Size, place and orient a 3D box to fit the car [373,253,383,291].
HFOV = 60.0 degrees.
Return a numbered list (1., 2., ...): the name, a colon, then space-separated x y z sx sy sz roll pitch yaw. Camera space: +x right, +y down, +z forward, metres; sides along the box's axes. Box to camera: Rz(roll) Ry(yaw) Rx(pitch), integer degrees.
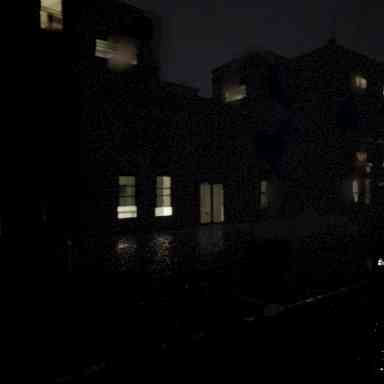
1. car: 6.046 1.470 7.661 4.674 1.442 1.812 0 0 -36
